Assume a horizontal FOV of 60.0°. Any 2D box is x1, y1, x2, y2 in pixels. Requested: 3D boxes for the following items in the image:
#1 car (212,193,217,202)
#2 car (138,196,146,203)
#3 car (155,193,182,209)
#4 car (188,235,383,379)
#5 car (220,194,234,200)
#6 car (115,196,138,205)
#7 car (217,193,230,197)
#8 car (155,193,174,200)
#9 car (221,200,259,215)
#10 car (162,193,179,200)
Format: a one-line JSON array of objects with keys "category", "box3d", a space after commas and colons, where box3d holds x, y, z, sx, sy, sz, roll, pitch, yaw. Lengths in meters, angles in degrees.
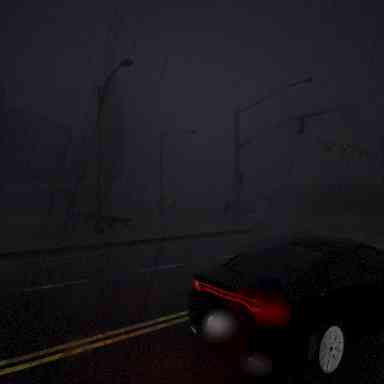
[{"category": "car", "box3d": [6.059, 1.156, 71.098, 3.866, 1.878, 1.905, 0, 0, -37]}, {"category": "car", "box3d": [-11.669, 1.540, 70.554, 2.033, 1.411, 5.357, 0, 0, -35]}, {"category": "car", "box3d": [-3.248, 1.354, 46.187, 2.097, 1.767, 4.553, 0, 0, -35]}, {"category": "car", "box3d": [2.261, 1.478, 5.619, 5.008, 1.535, 1.882, 0, 0, -37]}, {"category": "car", "box3d": [10.003, 1.395, 95.066, 3.806, 1.475, 1.970, 0, 0, -37]}, {"category": "car", "box3d": [-12.090, 1.492, 58.904, 2.128, 1.511, 4.902, 0, 0, -35]}, {"category": "car", "box3d": [7.773, 1.395, 68.764, 3.806, 1.475, 1.970, 0, 0, -37]}, {"category": "car", "box3d": [-7.324, 1.153, 89.207, 4.605, 1.855, 1.932, 0, 0, -37]}, {"category": "car", "box3d": [4.907, 1.564, 34.541, 1.994, 1.385, 4.181, 0, 0, -35]}, {"category": "car", "box3d": [-5.646, 1.156, 86.848, 3.866, 1.878, 1.905, 0, 0, -37]}]
